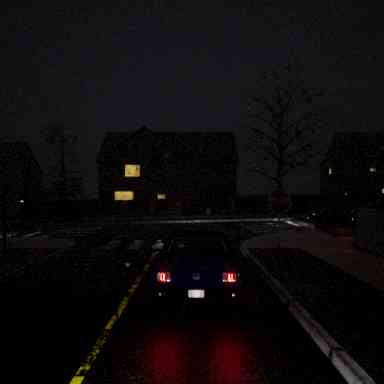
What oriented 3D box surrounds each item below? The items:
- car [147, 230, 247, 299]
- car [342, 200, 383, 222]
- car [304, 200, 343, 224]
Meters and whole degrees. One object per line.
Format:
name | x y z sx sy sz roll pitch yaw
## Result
car | 0.151 1.601 8.392 1.895 1.301 4.718 0 0 2
car | 11.469 1.211 18.676 4.892 1.490 1.837 -1 1 0
car | 10.212 1.240 21.626 5.357 1.411 2.033 -1 1 0
